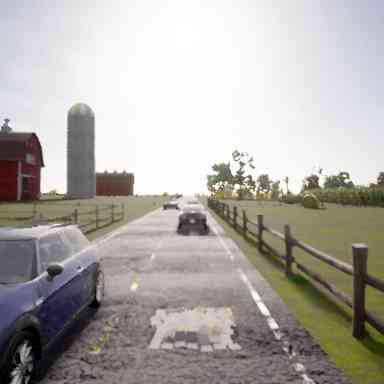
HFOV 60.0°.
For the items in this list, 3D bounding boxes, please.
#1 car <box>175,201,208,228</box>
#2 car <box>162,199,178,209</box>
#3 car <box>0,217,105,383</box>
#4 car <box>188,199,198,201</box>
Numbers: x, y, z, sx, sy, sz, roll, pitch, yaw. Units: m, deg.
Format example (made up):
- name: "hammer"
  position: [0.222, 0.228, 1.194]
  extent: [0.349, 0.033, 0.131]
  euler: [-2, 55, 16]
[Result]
- name: "car"
  position: [0.052, 1.549, 22.028]
  extent: [1.812, 1.442, 4.674]
  euler: [0, 0, 0]
- name: "car"
  position: [-2.826, 1.620, 44.755]
  extent: [1.994, 1.385, 4.181]
  euler: [0, 0, 0]
- name: "car"
  position: [-2.840, 1.357, 4.959]
  extent: [2.097, 1.767, 4.553]
  euler: [0, 0, 0]
- name: "car"
  position: [0.087, 1.618, 43.237]
  extent: [1.994, 1.385, 4.181]
  euler: [0, 0, 0]
